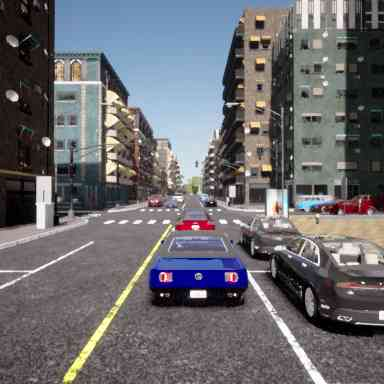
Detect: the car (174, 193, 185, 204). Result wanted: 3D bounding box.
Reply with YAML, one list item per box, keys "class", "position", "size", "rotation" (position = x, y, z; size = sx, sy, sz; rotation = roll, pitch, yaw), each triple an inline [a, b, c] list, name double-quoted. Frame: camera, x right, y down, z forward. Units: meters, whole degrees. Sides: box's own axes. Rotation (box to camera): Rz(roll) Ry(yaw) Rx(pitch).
- class: "car"
  position: [-2.802, 1.250, 66.681]
  size: [2.150, 2.045, 5.566]
  rotation: [0, 0, 1]

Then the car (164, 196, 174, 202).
- class: "car"
  position: [-5.418, 1.597, 78.684]
  size: [1.947, 1.339, 4.313]
  rotation: [1, 0, 0]

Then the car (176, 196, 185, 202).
- class: "car"
  position: [-2.732, 1.579, 80.770]
  size: [1.994, 1.385, 4.181]
  rotation: [0, 0, 0]

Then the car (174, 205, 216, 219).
- class: "car"
  position: [0.152, 1.570, 17.249]
  size: [1.994, 1.385, 4.181]
  rotation: [0, 0, 0]

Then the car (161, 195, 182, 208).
- class: "car"
  position: [-2.940, 1.565, 48.751]
  size: [2.033, 1.411, 5.357]
  rotation: [0, 0, 1]

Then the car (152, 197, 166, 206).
- class: "car"
  position: [-5.492, 1.566, 56.400]
  size: [1.887, 1.381, 4.507]
  rotation: [1, 0, 0]

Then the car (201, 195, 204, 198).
- class: "car"
  position: [2.888, 1.603, 56.332]
  size: [1.802, 1.307, 4.206]
  rotation: [1, 0, 0]

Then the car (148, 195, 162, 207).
- class: "car"
  position: [-5.507, 1.334, 50.829]
  size: [2.192, 1.841, 5.009]
  rotation: [1, 0, 0]

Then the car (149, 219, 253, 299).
- class: "car"
  position: [0.127, 1.603, 8.386]
  size: [1.895, 1.301, 4.718]
  rotation: [0, 0, 0]

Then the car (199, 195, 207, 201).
- class: "car"
  position: [2.999, 1.582, 89.758]
  size: [1.887, 1.381, 4.507]
  rotation: [1, 0, 0]

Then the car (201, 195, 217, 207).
- class: "car"
  position: [2.869, 1.585, 50.761]
  size: [1.947, 1.339, 4.313]
  rotation: [1, 0, 0]

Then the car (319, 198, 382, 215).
- class: "car"
  position: [13.800, 1.413, 29.163]
  size: [4.206, 1.307, 1.802]
  rotation: [0, 0, 1]

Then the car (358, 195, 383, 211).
- class: "car"
  position: [19.415, 1.228, 37.487]
  size: [5.009, 1.841, 2.192]
  rotation: [0, 0, 1]

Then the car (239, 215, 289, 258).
- class: "car"
  position: [2.872, 1.555, 12.568]
  size: [2.008, 1.369, 4.403]
  rotation: [1, 0, 0]

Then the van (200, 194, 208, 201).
- class: "van"
  position: [2.965, 1.373, 78.618]
  size: [1.690, 1.788, 3.998]
  rotation: [1, 0, 0]

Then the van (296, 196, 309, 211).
- class: "van"
  position: [13.888, 1.296, 37.544]
  size: [3.998, 1.788, 1.690]
  rotation: [0, 0, 1]

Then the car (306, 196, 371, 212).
- class: "car"
  position: [15.289, 1.453, 34.946]
  size: [5.357, 1.411, 2.033]
  rotation: [0, -1, 1]

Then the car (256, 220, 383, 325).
- class: "car"
  position: [2.854, 1.553, 6.998]
  size: [2.008, 1.369, 4.403]
  rotation: [1, 0, 0]

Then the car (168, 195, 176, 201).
- class: "car"
  position: [-5.381, 1.603, 89.826]
  size: [1.947, 1.339, 4.313]
  rotation: [1, 0, 0]

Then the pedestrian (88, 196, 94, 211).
- class: "pedestrian"
  position: [-12.393, 1.347, 40.777]
  size: [0.375, 1.860, 0.375]
  rotation: [0, 0, 1]
